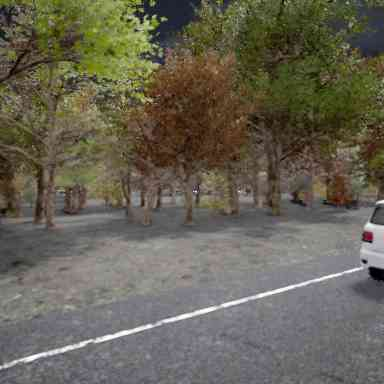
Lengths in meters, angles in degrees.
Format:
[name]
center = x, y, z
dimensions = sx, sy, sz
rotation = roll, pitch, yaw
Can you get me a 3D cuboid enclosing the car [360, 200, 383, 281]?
[car]
center = 6.443, 1.134, 8.338
dimensions = 5.566, 2.045, 2.150
rotation = -1, 1, -36
